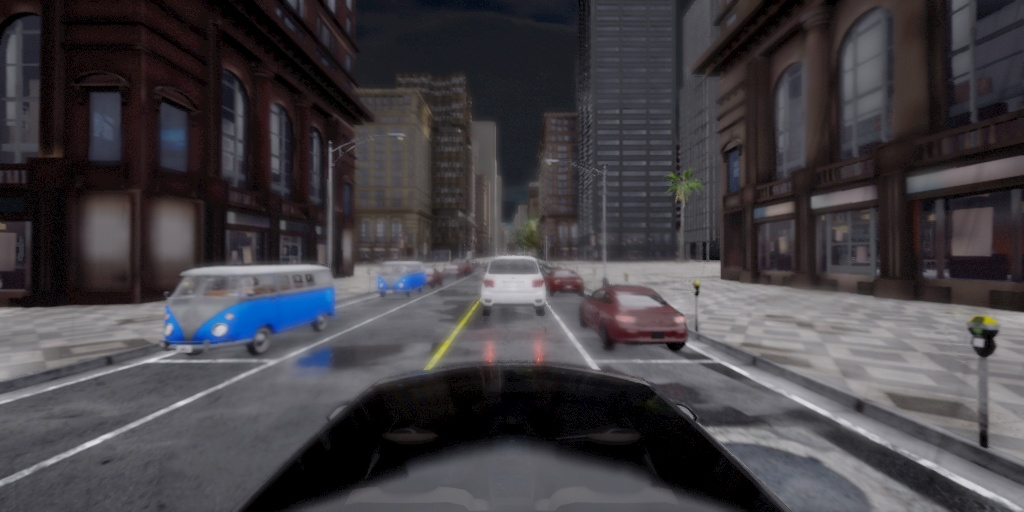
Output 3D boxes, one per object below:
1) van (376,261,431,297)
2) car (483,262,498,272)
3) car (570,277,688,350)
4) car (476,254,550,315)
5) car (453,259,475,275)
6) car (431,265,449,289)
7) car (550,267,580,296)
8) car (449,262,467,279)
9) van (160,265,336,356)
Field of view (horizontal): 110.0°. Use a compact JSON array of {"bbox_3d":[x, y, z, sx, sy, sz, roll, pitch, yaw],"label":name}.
[{"bbox_3d":[-5.762,1.170,19.005,1.690,1.789,3.998,0,0,0],"label":"van"},{"bbox_3d":[-3.079,1.560,51.784,1.895,1.301,4.718,0,0,0],"label":"car"},{"bbox_3d":[2.763,1.365,8.869,1.802,1.307,4.207,0,0,0],"label":"car"},{"bbox_3d":[0.063,1.029,13.963,2.150,2.045,5.566,0,0,0],"label":"car"},{"bbox_3d":[-5.761,1.238,40.208,2.192,1.841,5.009,0,0,0],"label":"car"},{"bbox_3d":[-5.761,1.435,24.306,1.802,1.307,4.207,0,0,0],"label":"car"},{"bbox_3d":[2.763,1.377,19.668,1.888,1.381,4.507,0,0,0],"label":"car"},{"bbox_3d":[-5.761,1.483,34.908,1.802,1.307,4.207,0,0,0],"label":"car"},{"bbox_3d":[-5.762,1.121,8.404,1.690,1.789,3.998,0,0,0],"label":"van"}]
